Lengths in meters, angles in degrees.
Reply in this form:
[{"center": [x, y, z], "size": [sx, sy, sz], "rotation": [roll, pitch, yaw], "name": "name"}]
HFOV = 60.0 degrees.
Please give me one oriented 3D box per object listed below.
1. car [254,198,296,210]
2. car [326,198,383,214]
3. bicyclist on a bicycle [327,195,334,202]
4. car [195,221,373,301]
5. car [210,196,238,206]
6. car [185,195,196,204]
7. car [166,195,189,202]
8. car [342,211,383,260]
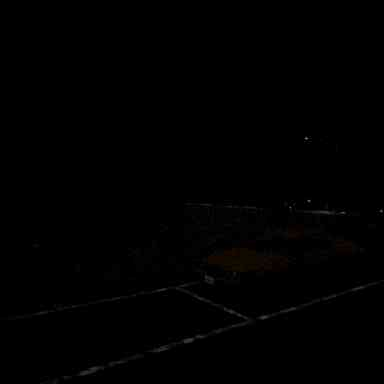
[{"center": [9.425, 1.367, 37.850], "size": [1.895, 1.301, 4.718], "rotation": [1, 0, -34], "name": "car"}, {"center": [14.665, 1.341, 30.205], "size": [2.128, 1.511, 4.902], "rotation": [1, 0, -34], "name": "car"}, {"center": [16.271, 1.158, 38.900], "size": [1.656, 1.620, 0.582], "rotation": [0, 0, -34], "name": "bicyclist on a bicycle"}, {"center": [2.336, 1.526, 8.332], "size": [4.829, 1.417, 1.752], "rotation": [0, 1, -35], "name": "car"}, {"center": [4.301, 1.247, 45.342], "size": [1.994, 1.385, 4.181], "rotation": [1, 0, -34], "name": "car"}, {"center": [-1.295, 1.192, 53.550], "size": [1.895, 1.301, 4.718], "rotation": [1, 0, -34], "name": "car"}, {"center": [-2.676, 1.160, 61.148], "size": [1.895, 1.301, 4.718], "rotation": [1, 0, -34], "name": "car"}, {"center": [7.096, 1.547, 11.637], "size": [4.507, 1.381, 1.887], "rotation": [0, 1, -35], "name": "car"}]
